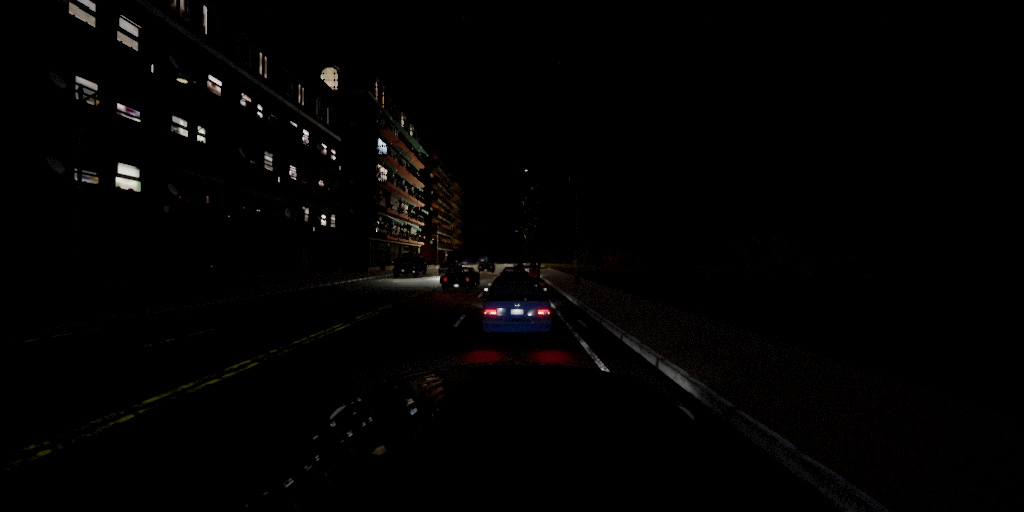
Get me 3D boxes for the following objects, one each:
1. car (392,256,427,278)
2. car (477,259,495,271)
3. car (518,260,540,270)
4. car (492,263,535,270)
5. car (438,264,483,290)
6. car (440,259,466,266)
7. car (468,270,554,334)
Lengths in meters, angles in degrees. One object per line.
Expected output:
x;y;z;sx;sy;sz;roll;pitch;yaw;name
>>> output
-9.813;0.974;34.959;2.150;2.045;5.566;0;0;0;car
-3.100;1.352;44.648;1.895;1.301;4.718;0;0;0;car
1.170;1.104;29.811;2.097;1.767;4.553;0;0;0;car
0.116;1.316;20.876;1.994;1.385;4.181;0;0;1;car
-3.127;1.353;22.462;1.895;1.301;4.718;0;0;0;car
-6.559;1.244;38.063;2.128;1.511;4.902;0;0;0;car
0.112;1.299;10.543;2.033;1.411;5.357;0;0;0;car
